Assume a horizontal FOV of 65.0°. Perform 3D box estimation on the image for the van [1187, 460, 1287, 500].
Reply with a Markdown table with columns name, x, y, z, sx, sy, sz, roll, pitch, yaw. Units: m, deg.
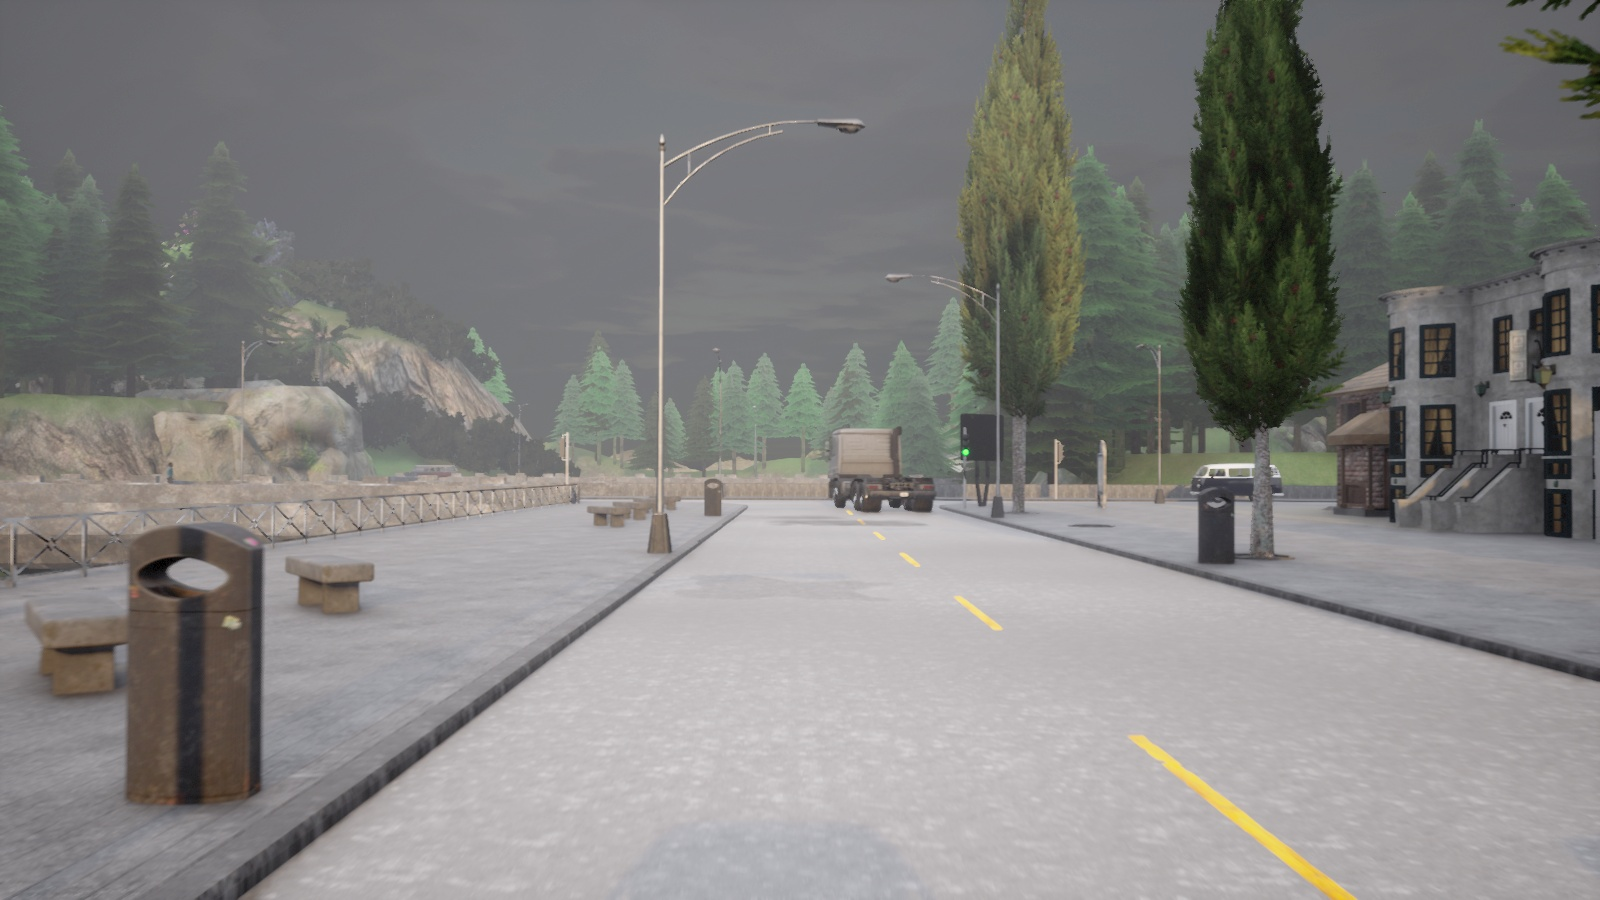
| name | x | y | z | sx | sy | sz | roll | pitch | yaw |
| --- | --- | --- | --- | --- | --- | --- | --- | --- | --- |
| van | 22.683 | 1.541 | 65.311 | 4.480 | 2.038 | 2.069 | 0 | -1 | 0 |

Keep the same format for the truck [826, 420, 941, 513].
| name | x | y | z | sx | sy | sz | roll | pitch | yaw |
| --- | --- | --- | --- | --- | --- | --- | --- | --- | --- |
| truck | 3.243 | 0.677 | 51.221 | 2.891 | 3.462 | 7.936 | 0 | -1 | -10 |
